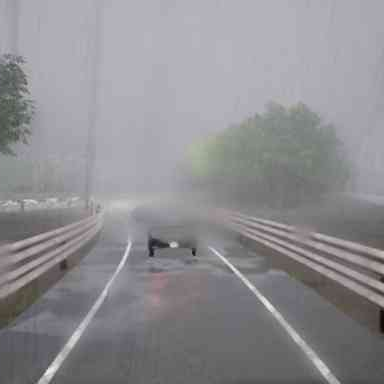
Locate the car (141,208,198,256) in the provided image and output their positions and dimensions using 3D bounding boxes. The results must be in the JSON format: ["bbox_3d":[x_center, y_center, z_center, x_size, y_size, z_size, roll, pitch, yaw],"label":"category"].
[{"bbox_3d":[-0.920,1.655,13.958,2.128,1.511,4.902,0,-1,-7],"label":"car"}]

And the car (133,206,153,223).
[{"bbox_3d":[-4.037,1.909,29.028,1.994,1.385,4.181,0,-1,-16],"label":"car"}]
